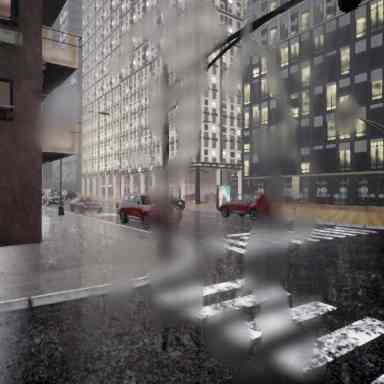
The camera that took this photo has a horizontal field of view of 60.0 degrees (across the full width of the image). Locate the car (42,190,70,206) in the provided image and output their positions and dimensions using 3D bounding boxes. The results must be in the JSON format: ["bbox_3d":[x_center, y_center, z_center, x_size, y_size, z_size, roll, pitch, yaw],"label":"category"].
[{"bbox_3d":[-15.603,0.826,37.257,2.008,1.369,4.403,2,0,-36],"label":"car"}]

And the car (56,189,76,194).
[{"bbox_3d":[-19.516,0.516,52.476,1.837,1.490,4.892,0,1,-36],"label":"car"}]

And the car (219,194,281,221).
[{"bbox_3d":[4.182,1.027,24.278,2.192,1.841,5.009,1,0,-36],"label":"car"}]

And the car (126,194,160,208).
[{"bbox_3d":[-5.602,0.965,37.745,1.947,1.339,4.313,1,0,-36],"label":"car"}]

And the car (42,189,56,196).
[{"bbox_3d":[-31.675,0.096,73.654,1.887,1.381,4.507,1,0,-36],"label":"car"}]

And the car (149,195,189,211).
[{"bbox_3d":[-2.342,1.070,33.256,1.947,1.339,4.313,1,0,-36],"label":"car"}]

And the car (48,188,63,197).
[{"bbox_3d":[-28.413,0.098,69.165,1.967,1.590,4.097,1,0,-36],"label":"car"}]

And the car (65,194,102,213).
[{"bbox_3d":[-9.086,1.067,28.282,1.802,1.307,4.206,2,0,-36],"label":"car"}]

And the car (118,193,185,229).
[{"bbox_3d":[-2.562,1.008,19.306,2.192,1.841,5.009,2,0,-36],"label":"car"}]

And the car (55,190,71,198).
[{"bbox_3d":[-25.157,0.309,64.677,1.887,1.381,4.507,1,0,-36],"label":"car"}]

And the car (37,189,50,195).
[{"bbox_3d":[-34.935,-0.011,78.143,1.887,1.381,4.507,1,0,-36],"label":"car"}]

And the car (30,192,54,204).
[{"bbox_3d":[-18.862,0.752,41.744,1.802,1.307,4.206,2,0,-36],"label":"car"}]
